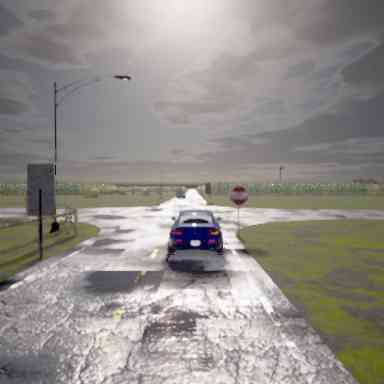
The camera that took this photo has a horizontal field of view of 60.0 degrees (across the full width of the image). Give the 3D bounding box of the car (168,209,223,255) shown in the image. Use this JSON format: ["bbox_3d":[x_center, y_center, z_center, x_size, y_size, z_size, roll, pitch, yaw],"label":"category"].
[{"bbox_3d":[0.160,1.371,12.500,1.812,1.442,4.674,0,1,1],"label":"car"}]

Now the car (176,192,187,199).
[{"bbox_3d":[-2.262,0.684,69.671,1.837,1.490,4.892,0,1,0],"label":"car"}]

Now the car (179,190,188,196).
[{"bbox_3d":[-2.170,0.170,85.225,2.033,1.411,5.357,0,1,0],"label":"car"}]
